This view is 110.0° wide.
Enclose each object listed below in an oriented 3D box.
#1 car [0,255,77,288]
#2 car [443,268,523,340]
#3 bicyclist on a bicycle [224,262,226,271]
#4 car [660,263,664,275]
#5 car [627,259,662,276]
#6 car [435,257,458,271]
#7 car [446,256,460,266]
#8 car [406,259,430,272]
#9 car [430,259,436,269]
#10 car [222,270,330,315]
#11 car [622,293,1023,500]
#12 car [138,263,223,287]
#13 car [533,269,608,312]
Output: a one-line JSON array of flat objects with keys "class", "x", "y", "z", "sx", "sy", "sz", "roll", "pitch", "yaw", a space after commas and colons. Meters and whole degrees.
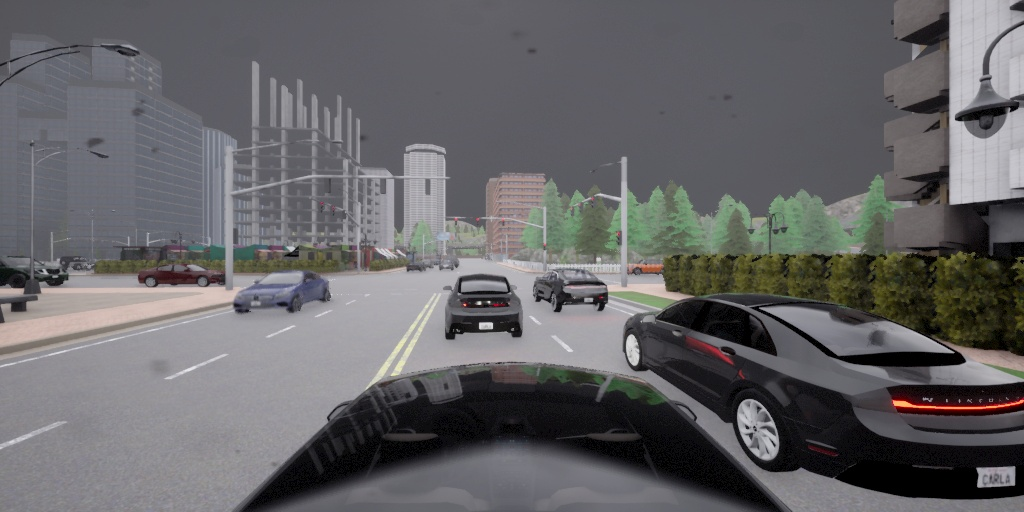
[{"class": "car", "x": -31.949, "y": 0.972, "z": 22.702, "sx": 5.566, "sy": 2.045, "sz": 2.150, "roll": 0, "pitch": 0, "yaw": -5}, {"class": "car", "x": -0.863, "y": 1.255, "z": 10.100, "sx": 1.837, "sy": 1.490, "sz": 4.892, "roll": 0, "pitch": 0, "yaw": -7}, {"class": "bicyclist on a bicycle", "x": -29.539, "y": 1.011, "z": 37.401, "sx": 0.582, "sy": 1.620, "sz": 1.656, "roll": 0, "pitch": 5, "yaw": -5}, {"class": "car", "x": 15.855, "y": 1.297, "z": 30.408, "sx": 5.357, "sy": 1.411, "sz": 2.033, "roll": 0, "pitch": 0, "yaw": -5}, {"class": "car", "x": 14.035, "y": 1.102, "z": 37.519, "sx": 4.553, "sy": 1.767, "sz": 2.097, "roll": 0, "pitch": 0, "yaw": -5}, {"class": "car", "x": -9.090, "y": 1.241, "z": 50.069, "sx": 2.128, "sy": 1.511, "sz": 4.902, "roll": 0, "pitch": 0, "yaw": -7}, {"class": "car", "x": -10.198, "y": 0.971, "z": 59.934, "sx": 2.150, "sy": 2.045, "sz": 5.566, "roll": 0, "pitch": 0, "yaw": -6}, {"class": "car", "x": -12.223, "y": 1.351, "z": 46.082, "sx": 1.895, "sy": 1.301, "sz": 4.718, "roll": 0, "pitch": 0, "yaw": -4}, {"class": "car", "x": -13.203, "y": 1.252, "z": 55.315, "sx": 1.837, "sy": 1.490, "sz": 4.892, "roll": 0, "pitch": 1, "yaw": -6}, {"class": "car", "x": -8.573, "y": 1.276, "z": 13.852, "sx": 1.812, "sy": 1.442, "sz": 4.674, "roll": 0, "pitch": 0, "yaw": -8}, {"class": "car", "x": 3.110, "y": 1.255, "z": 4.857, "sx": 1.837, "sy": 1.490, "sz": 4.892, "roll": 0, "pitch": 0, "yaw": -4}, {"class": "car", "x": -21.414, "y": 1.228, "z": 23.633, "sx": 5.008, "sy": 1.535, "sz": 1.882, "roll": 0, "pitch": 0, "yaw": -5}, {"class": "car", "x": 2.132, "y": 1.242, "z": 14.218, "sx": 2.128, "sy": 1.511, "sz": 4.902, "roll": 0, "pitch": 0, "yaw": -9}]
